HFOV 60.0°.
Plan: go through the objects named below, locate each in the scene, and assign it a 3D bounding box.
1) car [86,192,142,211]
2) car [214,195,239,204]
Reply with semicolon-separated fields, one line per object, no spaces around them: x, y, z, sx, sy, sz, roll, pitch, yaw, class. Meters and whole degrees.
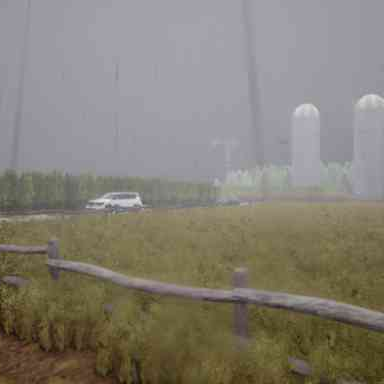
-7.104;1.027;30.887;2.150;2.045;5.566;0;0;36;car
4.959;1.251;47.533;2.097;1.767;4.553;0;0;36;car
